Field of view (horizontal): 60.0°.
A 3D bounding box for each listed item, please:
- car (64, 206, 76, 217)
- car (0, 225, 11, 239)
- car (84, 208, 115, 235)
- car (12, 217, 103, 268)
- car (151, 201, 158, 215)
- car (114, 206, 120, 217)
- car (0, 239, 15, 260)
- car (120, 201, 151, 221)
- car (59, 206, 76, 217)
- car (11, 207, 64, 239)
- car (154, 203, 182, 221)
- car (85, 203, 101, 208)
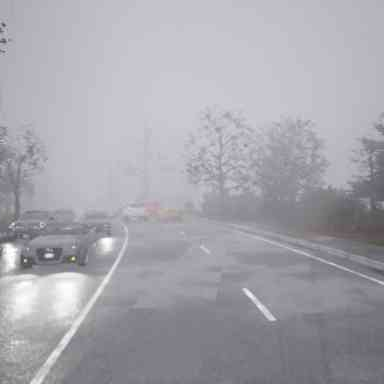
[{"bbox_3d":[-11.845,2.350,30.456,2.128,1.511,4.902,-1,-1,-15],"label":"car"},{"bbox_3d":[-8.056,1.669,10.805,2.097,1.767,4.553,-1,-1,-7],"label":"car"},{"bbox_3d":[-6.370,2.051,22.427,1.837,1.490,4.892,-1,-1,-12],"label":"car"},{"bbox_3d":[-4.723,1.847,12.369,1.994,1.385,4.181,-1,-1,-8],"label":"car"},{"bbox_3d":[-6.073,2.305,46.532,2.150,2.045,5.566,-1,-1,-21],"label":"car"},{"bbox_3d":[-10.302,2.717,47.607,1.837,1.490,4.892,-1,-1,-22],"label":"car"},{"bbox_3d":[-3.863,1.621,3.508,1.837,1.490,4.892,-1,-1,-7],"label":"car"},{"bbox_3d":[-6.353,2.099,36.884,2.150,2.045,5.566,-1,-1,-18],"label":"car"},{"bbox_3d":[-17.687,2.751,47.175,1.994,1.385,4.181,-1,-1,-24],"label":"car"},{"bbox_3d":[-9.585,1.923,20.543,2.097,1.767,4.553,-1,-1,-11],"label":"car"},{"bbox_3d":[-2.439,2.243,35.998,1.882,1.535,5.008,-1,-1,-17],"label":"car"},{"bbox_3d":[-14.501,2.502,48.614,2.097,1.767,4.553,-1,-1,-24],"label":"car"}]
